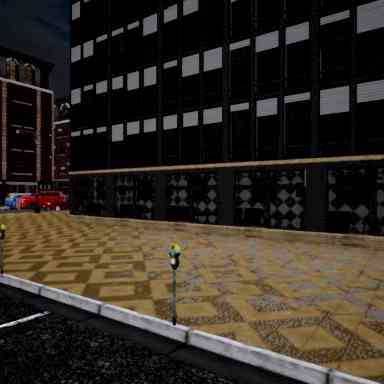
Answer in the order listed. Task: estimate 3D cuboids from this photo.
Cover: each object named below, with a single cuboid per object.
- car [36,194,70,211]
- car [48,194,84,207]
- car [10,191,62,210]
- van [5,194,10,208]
[{"bbox_3d":[-13.495,1.269,35.083,1.887,1.381,4.507,1,1,35],"label":"car"},{"bbox_3d":[-16.737,1.079,44.207,1.967,1.590,4.097,1,1,35],"label":"car"},{"bbox_3d":[-17.572,0.928,38.719,2.150,2.045,5.566,0,1,34],"label":"car"},{"bbox_3d":[-19.972,1.050,39.566,1.690,1.788,3.998,1,1,35],"label":"van"}]
